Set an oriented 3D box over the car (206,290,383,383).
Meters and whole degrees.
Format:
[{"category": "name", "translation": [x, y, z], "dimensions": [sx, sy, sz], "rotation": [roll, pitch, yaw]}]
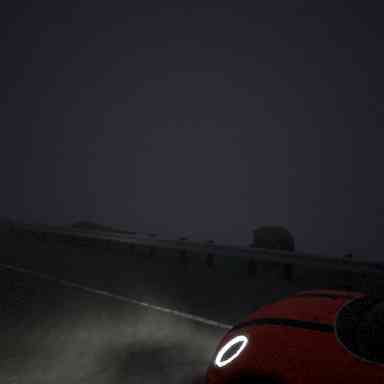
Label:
[{"category": "car", "translation": [2.315, 1.354, 2.398], "dimensions": [4.553, 1.767, 2.097], "rotation": [0, 0, 36]}]
